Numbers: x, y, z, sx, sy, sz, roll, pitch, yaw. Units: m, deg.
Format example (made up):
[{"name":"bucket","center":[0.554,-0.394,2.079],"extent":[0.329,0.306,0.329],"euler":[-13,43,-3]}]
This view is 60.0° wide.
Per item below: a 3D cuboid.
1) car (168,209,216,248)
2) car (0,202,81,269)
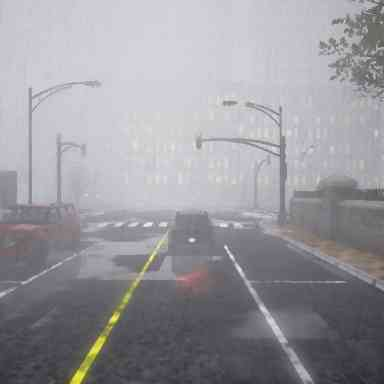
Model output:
[{"name":"car","center":[0.000,1.516,14.650],"extent":[1.837,1.490,4.892],"euler":[0,0,0]},{"name":"car","center":[-5.383,1.313,11.372],"extent":[2.192,1.841,5.009],"euler":[0,0,0]}]
